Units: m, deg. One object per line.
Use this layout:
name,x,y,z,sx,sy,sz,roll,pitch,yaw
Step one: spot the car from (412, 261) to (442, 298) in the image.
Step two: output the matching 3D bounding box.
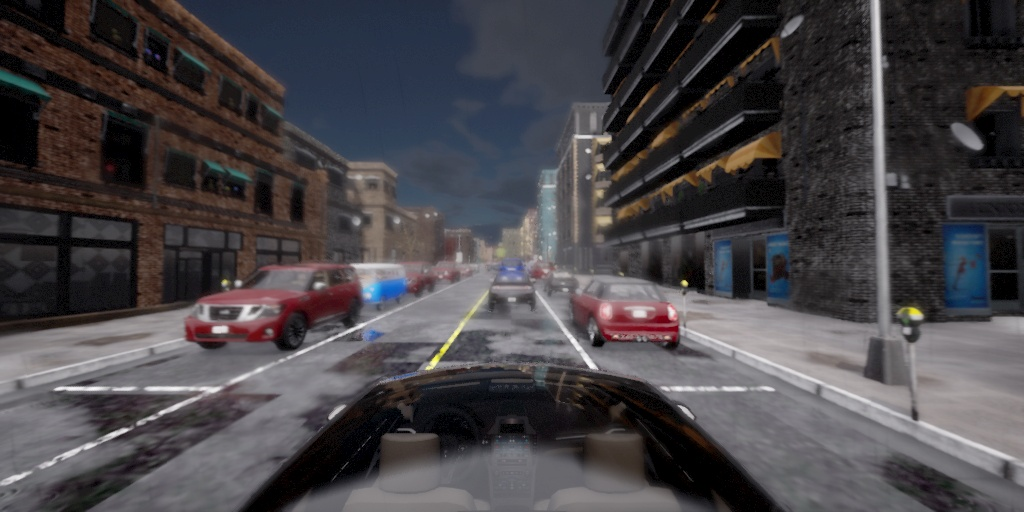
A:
car,-5.696,1.256,20.314,2.192,1.841,5.009,0,0,0

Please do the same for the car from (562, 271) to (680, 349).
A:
car,2.688,1.270,9.497,1.967,1.591,4.097,0,0,0

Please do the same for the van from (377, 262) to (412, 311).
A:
van,-5.695,1.227,14.907,1.690,1.789,3.998,0,0,0

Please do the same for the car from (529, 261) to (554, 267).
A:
car,2.681,1.366,31.124,2.192,1.841,5.009,0,0,0

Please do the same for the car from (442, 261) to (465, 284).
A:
car,-5.700,1.366,31.128,2.192,1.841,5.009,0,0,0

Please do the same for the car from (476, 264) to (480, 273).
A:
car,-5.709,1.822,52.756,2.007,1.370,4.403,0,0,0

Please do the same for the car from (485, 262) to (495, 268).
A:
car,-3.043,1.893,58.410,1.994,1.385,4.181,0,-1,0

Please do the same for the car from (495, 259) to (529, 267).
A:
car,-0.001,1.259,29.473,2.150,2.045,5.566,0,0,0

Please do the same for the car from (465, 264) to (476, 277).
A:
car,-5.704,1.601,41.942,1.967,1.591,4.097,0,0,0

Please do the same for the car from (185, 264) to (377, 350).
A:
car,-5.692,1.145,9.500,2.192,1.841,5.009,0,0,0

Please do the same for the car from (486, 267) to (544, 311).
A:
car,0.015,1.384,15.370,2.128,1.511,4.902,0,0,0

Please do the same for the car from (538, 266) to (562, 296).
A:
car,2.685,1.492,20.310,2.007,1.370,4.403,0,0,0
